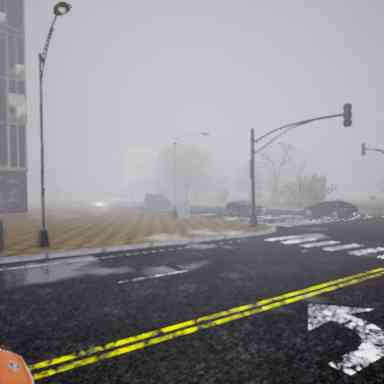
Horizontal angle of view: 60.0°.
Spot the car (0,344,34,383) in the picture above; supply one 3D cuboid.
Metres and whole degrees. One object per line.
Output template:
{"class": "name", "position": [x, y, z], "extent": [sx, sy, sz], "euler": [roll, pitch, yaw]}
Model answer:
{"class": "car", "position": [-2.993, 1.354, 1.303], "extent": [4.553, 1.767, 2.097], "euler": [0, 0, -36]}

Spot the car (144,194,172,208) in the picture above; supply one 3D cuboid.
{"class": "car", "position": [-5.072, 1.255, 48.378], "extent": [2.150, 2.045, 5.566], "euler": [-1, 1, -33]}

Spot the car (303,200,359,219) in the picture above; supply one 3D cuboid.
{"class": "car", "position": [11.786, 1.459, 28.610], "extent": [1.837, 1.490, 4.892], "euler": [1, 0, -28]}

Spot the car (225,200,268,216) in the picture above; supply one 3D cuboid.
{"class": "car", "position": [5.272, 1.507, 32.457], "extent": [2.128, 1.511, 4.902], "euler": [-1, 1, -33]}
